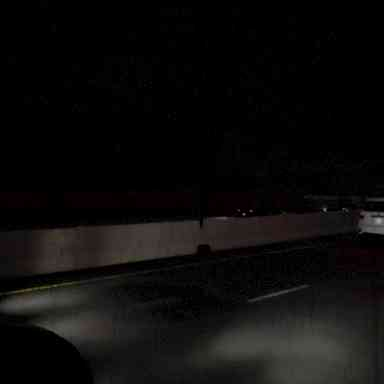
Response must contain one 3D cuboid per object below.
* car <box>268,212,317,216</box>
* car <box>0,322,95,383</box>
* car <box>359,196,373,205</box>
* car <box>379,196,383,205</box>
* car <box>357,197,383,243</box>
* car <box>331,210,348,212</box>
[{"bbox_3d":[8.616,1.580,28.174,5.357,1.411,2.033,0,0,-42],"label":"car"},{"bbox_3d":[-2.959,1.490,1.636,4.902,1.511,2.128,0,0,-36],"label":"car"},{"bbox_3d":[32.337,1.552,61.791,1.882,1.535,5.008,0,0,22],"label":"car"},{"bbox_3d":[35.776,1.524,60.984,1.882,1.535,5.008,0,0,22],"label":"car"},{"bbox_3d":[9.710,1.245,15.187,5.566,2.045,2.150,0,0,-38],"label":"car"},{"bbox_3d":[12.349,1.388,26.995,4.553,1.767,2.097,0,0,-44],"label":"car"}]
